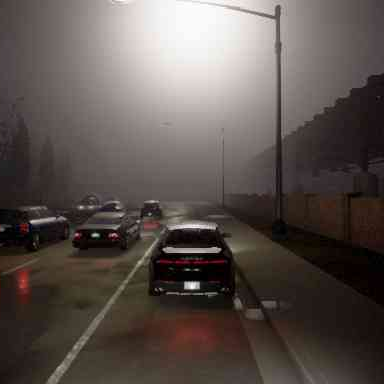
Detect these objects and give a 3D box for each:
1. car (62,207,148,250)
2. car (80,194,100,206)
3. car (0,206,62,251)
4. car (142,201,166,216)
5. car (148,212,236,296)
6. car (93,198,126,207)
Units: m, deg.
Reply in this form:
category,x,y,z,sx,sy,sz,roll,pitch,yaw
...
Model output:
category,x,y,z,sx,sy,sz,roll,pitch,yaw
car,-3.395,1.570,14.190,2.033,1.411,5.357,0,0,0
car,-17.395,1.351,57.173,2.150,2.045,5.566,0,0,0
car,-6.895,1.372,14.161,2.097,1.767,4.553,0,0,0
car,-3.395,1.529,29.194,1.837,1.490,4.892,0,0,0
car,0.000,1.507,8.652,1.837,1.490,4.892,0,0,0
car,-6.895,1.546,29.194,1.812,1.442,4.674,0,0,0
